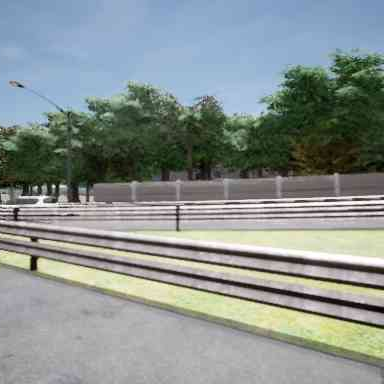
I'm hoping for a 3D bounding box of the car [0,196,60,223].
[{"bbox_3d":[-13.471,1.391,26.827,5.566,2.045,2.150,-1,-1,13],"label":"car"}]
